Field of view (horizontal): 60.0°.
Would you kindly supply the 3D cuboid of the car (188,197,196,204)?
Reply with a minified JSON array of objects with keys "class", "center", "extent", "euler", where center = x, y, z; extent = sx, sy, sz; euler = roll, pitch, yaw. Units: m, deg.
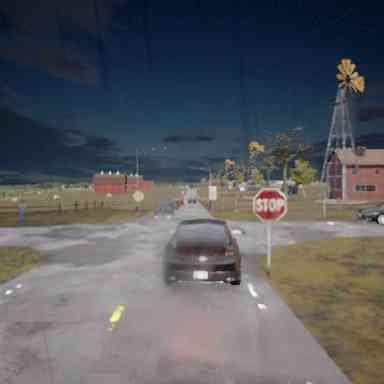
[{"class":"car","center":[0.031,1.971,75.236],"extent":[1.812,1.442,4.674],"euler":[0,-1,0]}]

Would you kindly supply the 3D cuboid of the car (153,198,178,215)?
[{"class":"car","center":[-2.835,1.623,34.458],"extent":[1.994,1.385,4.181],"euler":[0,0,0]}]

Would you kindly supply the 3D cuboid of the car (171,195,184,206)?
[{"class":"car","center":[-2.737,1.531,64.863],"extent":[2.150,2.045,5.566],"euler":[0,-1,0]}]

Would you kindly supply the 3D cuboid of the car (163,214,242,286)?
[{"class":"car","center":[0.350,1.509,9.437],"extent":[1.837,1.490,4.892],"euler":[0,0,4]}]

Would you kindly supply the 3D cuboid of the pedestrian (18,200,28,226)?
[{"class":"pedestrian","center":[-12.145,1.456,23.833],"extent":[0.375,1.860,0.375],"euler":[0,2,0]}]

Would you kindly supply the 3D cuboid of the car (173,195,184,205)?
[{"class":"car","center":[-2.808,1.689,54.548],"extent":[2.128,1.511,4.902],"euler":[0,-1,0]}]

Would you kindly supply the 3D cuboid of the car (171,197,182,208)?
[{"class":"car","center":[-2.818,1.678,44.364],"extent":[1.994,1.385,4.181],"euler":[0,0,1]}]

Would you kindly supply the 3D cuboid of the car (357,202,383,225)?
[{"class":"car","center":[12.888,1.213,20.704],"extent":[4.892,1.490,1.837],"euler":[-1,1,2]}]
